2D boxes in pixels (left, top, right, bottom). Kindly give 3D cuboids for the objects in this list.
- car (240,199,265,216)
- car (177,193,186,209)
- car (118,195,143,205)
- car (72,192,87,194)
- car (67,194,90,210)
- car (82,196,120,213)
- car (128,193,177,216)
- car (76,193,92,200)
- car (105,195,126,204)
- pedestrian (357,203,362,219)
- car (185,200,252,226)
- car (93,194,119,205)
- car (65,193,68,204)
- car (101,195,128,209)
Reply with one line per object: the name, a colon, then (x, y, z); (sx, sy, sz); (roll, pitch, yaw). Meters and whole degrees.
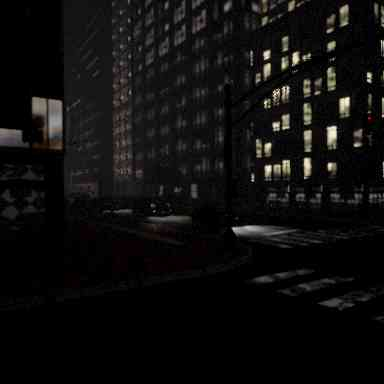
car: (4.202, 1.302, 29.161); (1.752, 1.417, 4.829); (0, 1, -35)
car: (-2.563, 0.987, 39.007); (2.192, 1.841, 5.009); (0, 1, -35)
car: (-8.979, 1.117, 48.289); (1.887, 1.381, 4.507); (0, 1, -35)
car: (-18.875, 1.037, 58.033); (2.033, 1.411, 5.357); (-1, 1, -35)
car: (-12.640, 1.303, 38.850); (2.008, 1.369, 4.403); (0, 1, -35)
car: (-9.431, 1.368, 34.210); (1.947, 1.339, 4.313); (0, 1, -35)
car: (-3.741, 1.169, 30.518); (2.097, 1.767, 4.553); (-1, 1, -35)
car: (-21.815, 0.913, 66.848); (1.887, 1.381, 4.507); (0, 1, -35)
car: (-12.188, 1.104, 52.929); (1.802, 1.307, 4.206); (0, 1, -35)
pedestrian: (11.809, 1.330, 23.391); (0.500, 1.100, 0.500); (0, 0, -35)
car: (1.699, 1.464, 22.655); (1.994, 1.385, 4.181); (-1, 1, -35)
car: (-12.821, 1.133, 49.274); (2.033, 1.411, 5.357); (-1, 1, -35)
car: (-19.059, 1.233, 48.132); (1.802, 1.307, 4.206); (0, 1, -35)
car: (-9.568, 1.253, 38.951); (1.812, 1.442, 4.674); (-1, 1, -34)
